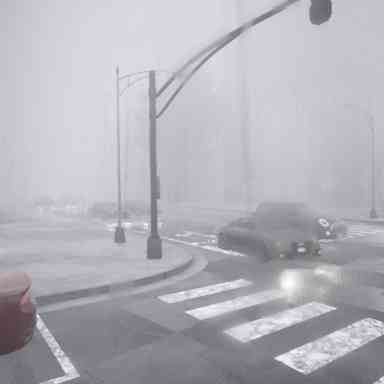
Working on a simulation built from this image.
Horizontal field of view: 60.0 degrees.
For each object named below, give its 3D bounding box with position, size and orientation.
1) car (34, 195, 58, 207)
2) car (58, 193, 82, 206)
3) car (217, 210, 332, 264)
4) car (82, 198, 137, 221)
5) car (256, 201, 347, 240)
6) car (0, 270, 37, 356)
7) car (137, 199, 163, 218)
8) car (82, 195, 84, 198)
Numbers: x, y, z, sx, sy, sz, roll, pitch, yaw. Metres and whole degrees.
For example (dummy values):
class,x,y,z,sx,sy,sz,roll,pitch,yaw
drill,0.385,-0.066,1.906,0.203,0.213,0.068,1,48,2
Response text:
class,x,y,z,sx,sy,sz,roll,pitch,yaw
car,-20.181,1.192,45.288,1.837,1.490,4.892,-1,1,-35
car,-17.993,1.125,47.829,2.128,1.511,4.902,-1,1,-35
car,2.563,1.572,11.900,1.994,1.385,4.181,0,0,-22
car,-6.672,1.419,26.254,2.033,1.411,5.357,-1,1,-36
car,5.012,1.292,16.219,2.097,1.767,4.553,-1,1,-42
car,-4.196,1.545,3.665,4.507,1.381,1.887,0,-1,-36
car,-4.595,1.365,28.936,2.033,1.411,5.357,-1,1,-36
car,-22.856,0.926,66.030,1.812,1.442,4.674,-1,1,-36
